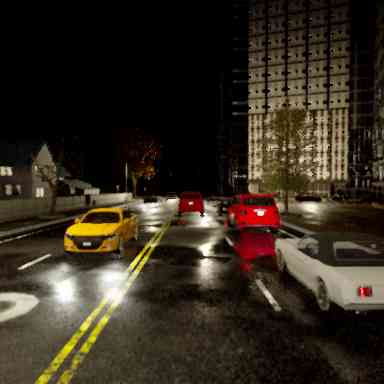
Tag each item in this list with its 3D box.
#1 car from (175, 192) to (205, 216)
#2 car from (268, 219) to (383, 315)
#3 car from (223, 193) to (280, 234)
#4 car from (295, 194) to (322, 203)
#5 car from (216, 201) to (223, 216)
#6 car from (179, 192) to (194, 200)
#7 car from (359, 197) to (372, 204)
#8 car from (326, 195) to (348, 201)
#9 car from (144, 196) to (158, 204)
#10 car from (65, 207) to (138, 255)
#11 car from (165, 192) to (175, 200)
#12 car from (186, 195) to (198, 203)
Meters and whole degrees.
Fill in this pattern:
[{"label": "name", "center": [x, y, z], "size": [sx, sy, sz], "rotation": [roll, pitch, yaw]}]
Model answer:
[{"label": "car", "center": [-0.075, 1.006, 29.709], "size": [2.150, 2.045, 5.566], "rotation": [0, 1, 0]}, {"label": "car", "center": [3.244, 1.545, 7.371], "size": [1.895, 1.301, 4.718], "rotation": [0, 0, 0]}, {"label": "car", "center": [3.234, 1.085, 18.372], "size": [2.150, 2.045, 5.566], "rotation": [0, 0, 0]}, {"label": "car", "center": [22.955, 1.205, 65.721], "size": [5.009, 1.841, 2.192], "rotation": [1, 2, 20]}, {"label": "car", "center": [3.224, 1.387, 29.379], "size": [1.895, 1.301, 4.718], "rotation": [0, 0, 0]}, {"label": "car", "center": [-1.298, 0.846, 73.631], "size": [2.097, 1.767, 4.553], "rotation": [-1, 1, -19]}, {"label": "car", "center": [33.605, 1.551, 61.840], "size": [4.507, 1.381, 1.887], "rotation": [1, 2, 20]}, {"label": "car", "center": [30.984, 1.248, 71.183], "size": [4.403, 1.369, 2.008], "rotation": [1, 2, 20]}, {"label": "car", "center": [-6.551, 1.231, 53.261], "size": [1.895, 1.301, 4.718], "rotation": [0, 0, 0]}, {"label": "car", "center": [-3.362, 1.379, 13.140], "size": [1.882, 1.535, 5.008], "rotation": [0, 0, 0]}, {"label": "car", "center": [-3.298, 0.721, 53.707], "size": [1.882, 1.535, 5.008], "rotation": [0, 0, 0]}, {"label": "car", "center": [0.043, 1.174, 56.704], "size": [1.994, 1.385, 4.181], "rotation": [0, 0, 0]}]
